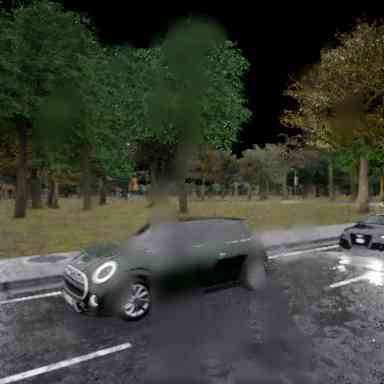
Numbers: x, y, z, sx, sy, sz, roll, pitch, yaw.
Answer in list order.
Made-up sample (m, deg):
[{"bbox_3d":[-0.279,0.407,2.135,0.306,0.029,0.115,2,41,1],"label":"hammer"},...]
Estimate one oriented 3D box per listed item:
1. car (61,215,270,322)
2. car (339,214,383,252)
[{"bbox_3d":[-0.417,1.362,7.386,4.553,1.767,2.097,0,0,-36],"label":"car"},{"bbox_3d":[7.703,1.584,13.201,4.181,1.385,1.994,0,0,-36],"label":"car"}]
